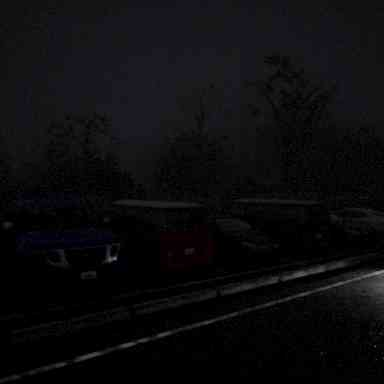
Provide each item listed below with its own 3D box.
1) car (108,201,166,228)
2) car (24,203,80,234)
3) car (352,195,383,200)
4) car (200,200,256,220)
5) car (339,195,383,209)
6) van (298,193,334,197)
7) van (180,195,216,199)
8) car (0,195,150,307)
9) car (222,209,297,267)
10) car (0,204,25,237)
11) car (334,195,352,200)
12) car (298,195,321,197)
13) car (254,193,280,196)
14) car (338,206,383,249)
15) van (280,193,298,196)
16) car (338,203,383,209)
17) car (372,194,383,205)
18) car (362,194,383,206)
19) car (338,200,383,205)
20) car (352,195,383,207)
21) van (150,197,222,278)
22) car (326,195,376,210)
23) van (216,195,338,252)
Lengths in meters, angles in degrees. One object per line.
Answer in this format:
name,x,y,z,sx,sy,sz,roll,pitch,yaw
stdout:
car,-4.035,1.501,23.564,2.097,1.535,5.008,1,0,-35
car,-8.638,1.504,20.272,2.163,1.488,4.792,0,0,-35
car,12.586,1.269,19.979,2.185,1.767,4.553,-1,1,-35
car,2.967,1.459,28.570,2.163,1.488,4.792,-1,0,-35
car,21.306,1.154,41.537,2.097,1.535,5.008,-1,1,-35
van,12.130,1.065,35.167,1.878,1.987,4.442,-1,1,-35
van,0.745,1.238,26.812,1.878,1.987,4.442,-1,1,-35
car,-3.530,1.209,8.479,2.435,2.045,5.566,0,0,-35
car,1.061,1.531,11.772,2.002,1.452,4.674,0,0,-35
car,-10.942,1.489,18.639,2.163,1.488,4.792,0,0,-35
car,14.397,1.258,36.638,2.097,1.535,5.008,-1,1,-35
car,9.891,1.327,33.446,2.231,1.521,4.892,-1,1,-35
car,5.202,1.271,30.077,2.185,1.767,4.553,-1,0,-35
car,5.682,1.534,15.049,2.002,1.452,4.674,-1,1,-35
van,7.520,1.134,31.902,1.878,1.987,4.442,-1,0,-35
car,7.997,1.504,16.684,2.002,1.452,4.674,-1,0,-35
car,28.323,1.049,46.501,2.097,1.535,5.008,-1,1,-35
car,26.019,1.084,44.868,2.097,1.535,5.008,-1,1,-35
car,10.303,1.429,18.316,2.097,1.535,5.008,-1,0,-35
car,23.697,1.148,43.262,2.163,1.488,4.792,-1,1,-35
van,-1.309,1.250,10.231,1.878,1.987,4.442,0,0,-35
car,19.009,1.189,39.896,2.097,1.535,5.008,-1,0,-35
van,3.203,1.276,13.430,1.878,1.987,4.442,0,0,-35
